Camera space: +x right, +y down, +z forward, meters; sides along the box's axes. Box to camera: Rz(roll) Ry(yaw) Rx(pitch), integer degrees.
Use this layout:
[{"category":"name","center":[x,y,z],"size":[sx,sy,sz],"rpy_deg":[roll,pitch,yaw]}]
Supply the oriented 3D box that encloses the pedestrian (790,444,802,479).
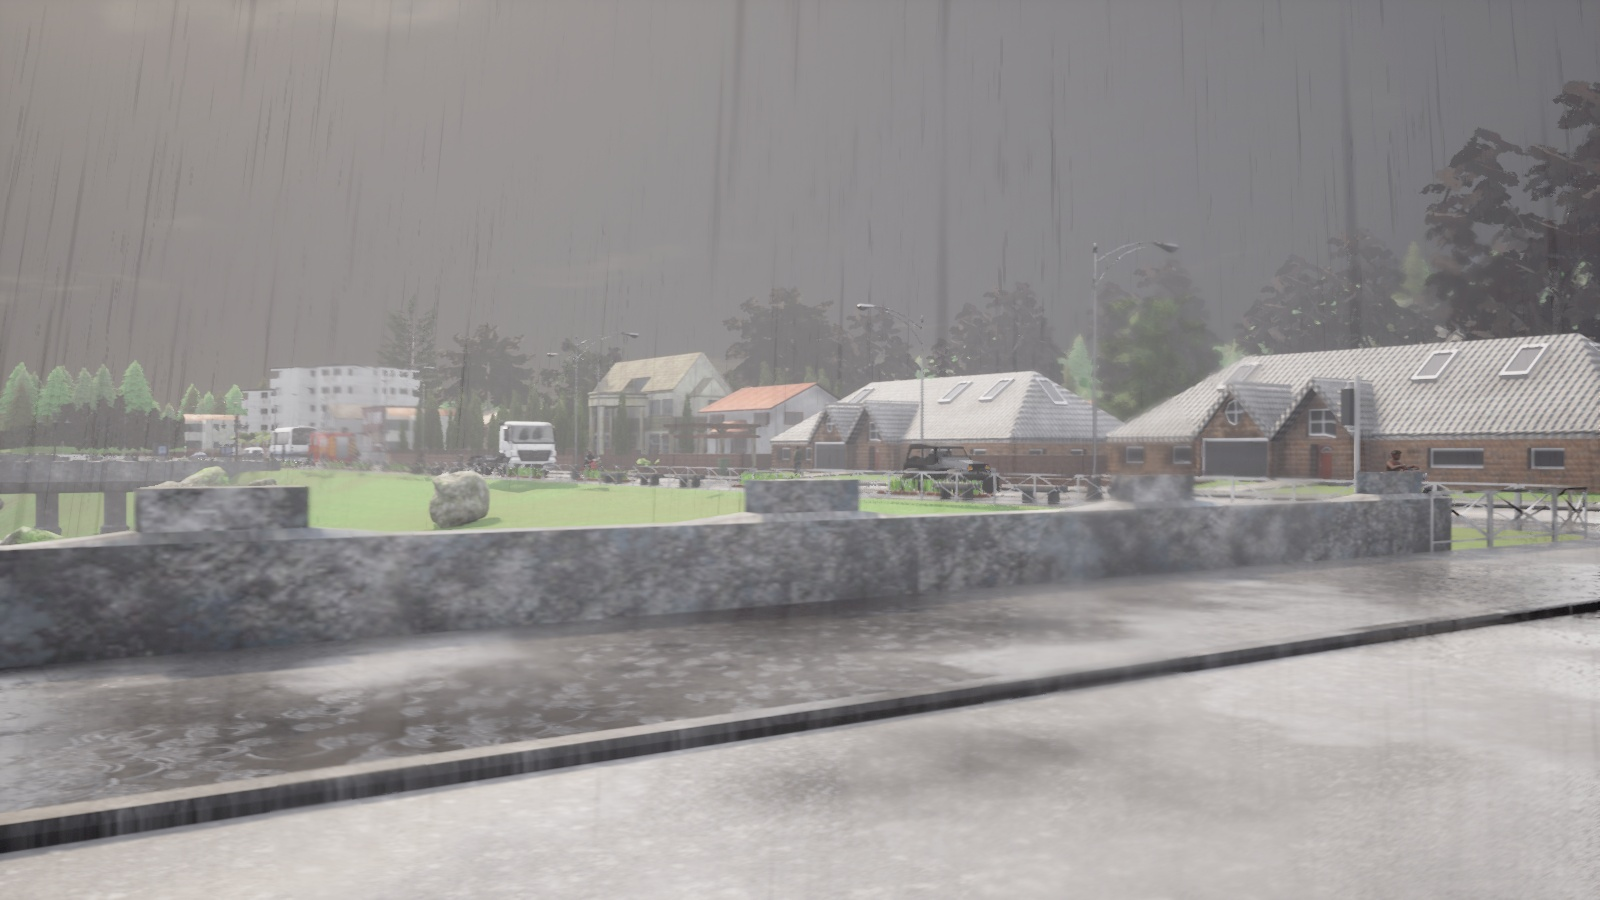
[{"category":"pedestrian","center":[-0.198,0.620,67.187],"size":[0.353,1.847,0.614],"rpy_deg":[0,0,-36]}]

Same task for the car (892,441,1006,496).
[{"category":"car","center":[5.241,0.639,44.589],"size":[1.905,1.878,3.866],"rpy_deg":[0,0,-35]}]

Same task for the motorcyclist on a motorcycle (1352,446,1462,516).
[{"category":"motorcyclist on a motorcycle","center":[14.851,0.739,30.784],"size":[0.766,1.649,2.350],"rpy_deg":[0,0,-35]}]

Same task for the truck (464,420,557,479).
[{"category":"truck","center":[-18.101,-0.007,78.121],"size":[2.891,3.462,7.936],"rpy_deg":[0,0,-35]}]
